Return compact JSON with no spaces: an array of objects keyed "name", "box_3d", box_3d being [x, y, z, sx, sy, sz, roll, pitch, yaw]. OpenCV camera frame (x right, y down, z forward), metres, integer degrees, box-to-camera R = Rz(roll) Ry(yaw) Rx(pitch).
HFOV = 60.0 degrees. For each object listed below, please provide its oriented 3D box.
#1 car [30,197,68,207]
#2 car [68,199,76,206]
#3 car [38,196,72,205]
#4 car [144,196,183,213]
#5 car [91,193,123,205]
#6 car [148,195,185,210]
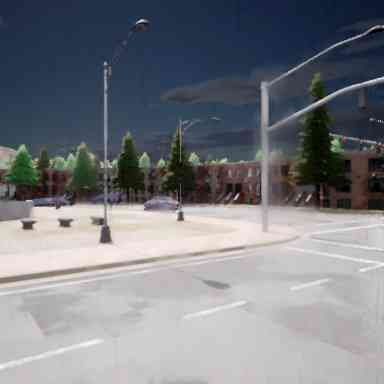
[{"name":"car","box_3d":[-21.382,1.534,48.622,5.357,1.411,2.033,0,0,16]},{"name":"car","box_3d":[-20.366,1.556,51.969,4.181,1.385,1.994,0,0,16]},{"name":"car","box_3d":[-24.676,1.527,60.106,5.357,1.411,2.033,0,0,7]},{"name":"car","box_3d":[-3.570,1.497,37.383,1.812,1.442,4.674,0,0,-44]},{"name":"car","box_3d":[-14.642,1.190,57.256,5.566,2.045,2.150,0,0,22]},{"name":"car","box_3d":[-3.291,1.319,41.922,4.553,1.767,2.097,0,0,41]}]
